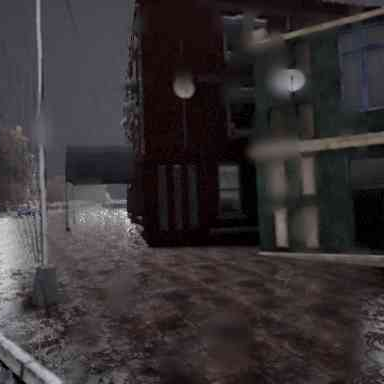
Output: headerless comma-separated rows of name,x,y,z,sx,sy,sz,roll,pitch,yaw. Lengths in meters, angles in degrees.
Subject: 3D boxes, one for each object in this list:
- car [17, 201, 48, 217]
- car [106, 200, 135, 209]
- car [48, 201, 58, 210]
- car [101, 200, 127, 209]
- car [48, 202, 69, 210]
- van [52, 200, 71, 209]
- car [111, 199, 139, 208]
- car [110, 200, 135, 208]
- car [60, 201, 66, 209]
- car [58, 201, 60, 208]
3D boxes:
car,-18.872,2.071,38.989,1.812,1.442,4.674,-2,0,-7
car,-13.576,2.269,63.213,4.892,1.521,2.231,-1,-1,-25
car,-32.034,2.898,70.494,5.566,2.045,2.435,-3,-1,-25
car,-13.104,2.141,57.370,4.892,1.521,2.231,-1,-1,-25
car,-33.038,3.438,82.195,4.792,1.488,2.163,-3,-1,-25
van,-33.369,3.252,85.092,4.442,1.987,1.878,-3,-1,-25
car,-13.901,2.390,69.142,5.366,1.575,1.946,-1,-1,-25
car,-13.821,2.372,66.135,4.674,1.452,2.002,-1,-1,-25
car,-32.751,3.215,79.290,4.553,1.767,2.185,-3,-1,-25
car,-32.310,3.244,73.392,4.792,1.488,2.163,-3,-1,-25
